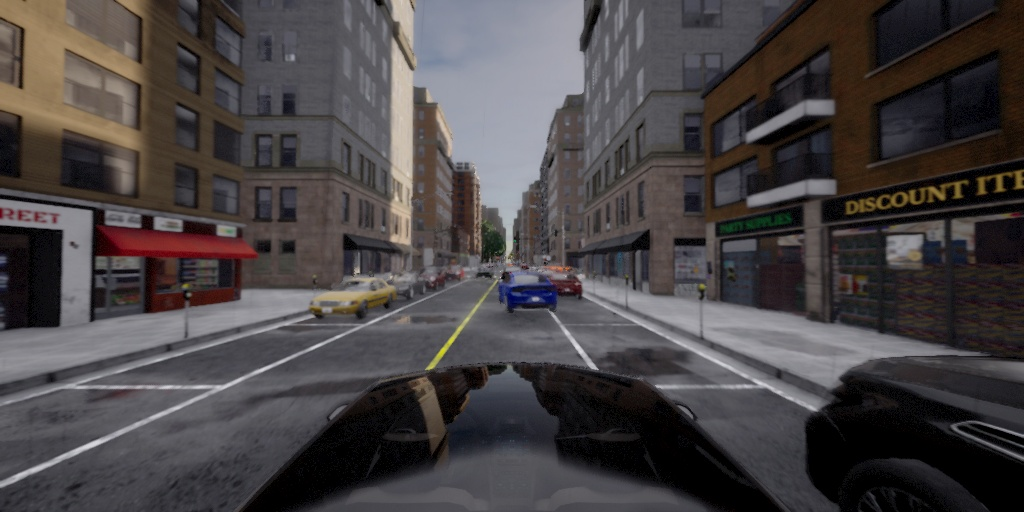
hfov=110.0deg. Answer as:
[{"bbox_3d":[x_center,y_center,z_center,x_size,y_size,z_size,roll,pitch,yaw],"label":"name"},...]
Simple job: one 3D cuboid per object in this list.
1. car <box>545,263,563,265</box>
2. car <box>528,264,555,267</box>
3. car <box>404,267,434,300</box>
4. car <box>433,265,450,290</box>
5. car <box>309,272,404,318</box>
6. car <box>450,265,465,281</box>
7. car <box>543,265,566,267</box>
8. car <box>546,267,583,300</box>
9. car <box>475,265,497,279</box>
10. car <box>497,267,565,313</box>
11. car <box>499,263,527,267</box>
[{"bbox_3d":[6.204,1.706,48.295,4.553,1.767,2.097,1,-1,-22],"label":"car"},{"bbox_3d":[2.671,1.675,30.405,2.007,1.370,4.403,0,0,0],"label":"car"},{"bbox_3d":[-5.856,1.529,19.415,2.007,1.370,4.403,0,0,0],"label":"car"},{"bbox_3d":[-5.856,1.491,24.907,1.967,1.591,4.097,0,0,0],"label":"car"},{"bbox_3d":[-5.856,1.432,13.753,1.751,1.417,4.829,0,0,0],"label":"car"},{"bbox_3d":[-5.855,1.639,35.893,1.967,1.591,4.097,0,0,0],"label":"car"},{"bbox_3d":[2.671,1.596,24.915,1.888,1.381,4.507,0,0,0],"label":"car"},{"bbox_3d":[2.672,1.523,19.424,1.888,1.381,4.507,0,0,0],"label":"car"},{"bbox_3d":[-2.998,1.920,39.942,1.895,1.301,4.718,0,-1,0],"label":"car"},{"bbox_3d":[0.542,1.400,15.161,1.882,1.535,5.008,0,0,-7],"label":"car"},{"bbox_3d":[0.093,1.610,31.004,1.882,1.535,5.008,0,-1,0],"label":"car"}]
